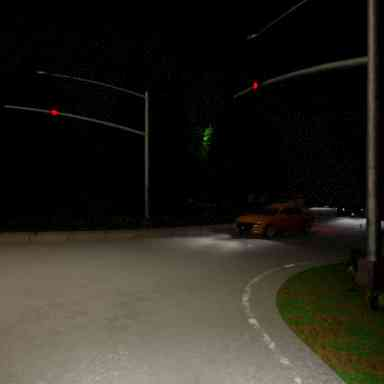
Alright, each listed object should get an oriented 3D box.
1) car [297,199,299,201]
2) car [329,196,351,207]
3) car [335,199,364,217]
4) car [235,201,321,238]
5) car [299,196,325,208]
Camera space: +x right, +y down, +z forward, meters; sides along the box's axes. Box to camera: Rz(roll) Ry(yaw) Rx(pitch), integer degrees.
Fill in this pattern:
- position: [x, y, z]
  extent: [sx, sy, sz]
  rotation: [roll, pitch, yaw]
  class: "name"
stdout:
- position: [19.596, 1.451, 56.078]
  extent: [1.882, 1.535, 5.008]
  rotation: [0, 0, -16]
  class: "car"
- position: [20.758, 1.325, 46.367]
  extent: [2.097, 1.767, 4.553]
  rotation: [0, 0, 3]
  class: "car"
- position: [14.337, 1.574, 30.123]
  extent: [1.895, 1.301, 4.718]
  rotation: [0, 0, 20]
  class: "car"
- position: [4.443, 1.451, 17.587]
  extent: [5.008, 1.535, 1.882]
  rotation: [0, 0, -38]
  class: "car"
- position: [17.508, 1.574, 47.868]
  extent: [1.994, 1.385, 4.181]
  rotation: [0, 0, -1]
  class: "car"
